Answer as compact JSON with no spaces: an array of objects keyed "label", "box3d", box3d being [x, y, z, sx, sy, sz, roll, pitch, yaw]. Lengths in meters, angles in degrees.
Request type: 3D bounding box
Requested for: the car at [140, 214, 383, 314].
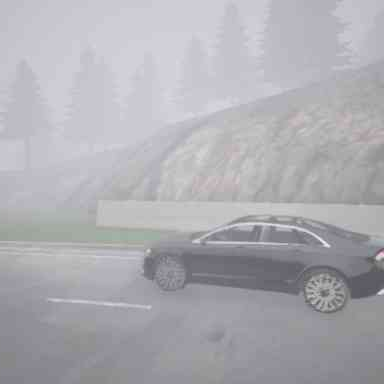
[{"label":"car","box3d":[1.260,1.228,6.817,4.902,1.511,2.128,0,2,24]}]
